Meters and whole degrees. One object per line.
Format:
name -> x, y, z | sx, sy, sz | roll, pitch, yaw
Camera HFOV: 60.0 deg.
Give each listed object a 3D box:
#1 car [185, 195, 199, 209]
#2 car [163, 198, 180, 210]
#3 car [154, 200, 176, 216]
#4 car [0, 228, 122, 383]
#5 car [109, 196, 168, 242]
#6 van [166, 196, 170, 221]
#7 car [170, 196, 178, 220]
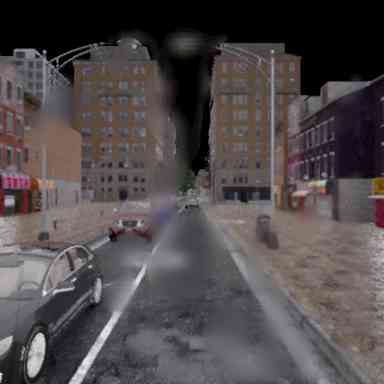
car -> 0.001, 1.582, 46.704 | 2.033, 1.411, 5.357 | 0, 0, 0
car -> -2.638, 1.582, 44.545 | 2.008, 1.369, 4.403 | 0, 0, 0
car -> -2.637, 1.538, 33.147 | 1.752, 1.417, 4.829 | 0, 0, 0
car -> -2.634, 1.548, 5.248 | 2.008, 1.369, 4.403 | 0, 0, 0
car -> -2.634, 1.312, 16.476 | 2.192, 1.841, 5.009 | 0, 0, 0
van -> -2.635, 1.341, 22.090 | 1.690, 1.788, 3.998 | 0, 0, 0
car -> -2.636, 1.320, 27.704 | 2.192, 1.841, 5.009 | 0, 0, 0
